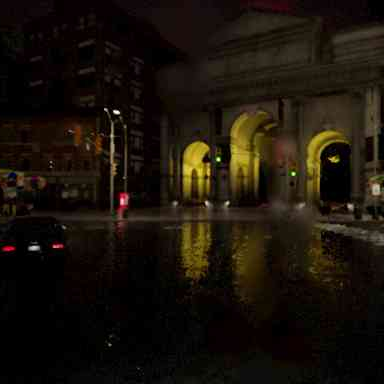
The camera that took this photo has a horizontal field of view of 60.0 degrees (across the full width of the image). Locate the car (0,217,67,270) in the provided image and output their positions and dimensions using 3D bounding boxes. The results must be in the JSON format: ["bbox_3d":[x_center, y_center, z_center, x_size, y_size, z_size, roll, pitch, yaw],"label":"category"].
[{"bbox_3d":[-5.258,1.543,11.130,2.033,1.411,5.357,0,0,-25],"label":"car"}]
